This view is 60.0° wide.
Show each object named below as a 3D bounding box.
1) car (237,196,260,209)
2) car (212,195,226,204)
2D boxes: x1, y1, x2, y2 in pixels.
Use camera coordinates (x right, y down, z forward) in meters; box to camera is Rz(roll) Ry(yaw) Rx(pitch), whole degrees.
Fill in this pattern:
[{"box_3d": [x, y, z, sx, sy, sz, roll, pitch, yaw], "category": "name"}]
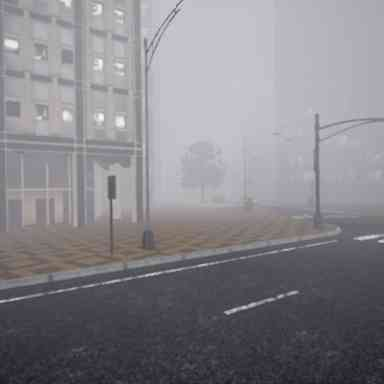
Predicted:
[{"box_3d": [7.039, 1.249, 41.781, 1.882, 1.535, 5.008, -1, 0, -7], "category": "car"}, {"box_3d": [4.807, 1.271, 59.347, 2.128, 1.511, 4.902, -1, 0, -7], "category": "car"}]
